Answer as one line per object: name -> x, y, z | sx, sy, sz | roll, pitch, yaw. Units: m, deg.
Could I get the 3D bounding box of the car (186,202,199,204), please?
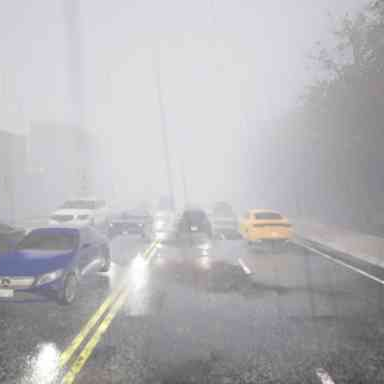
car -> 0.085, 1.845, 40.898 | 1.895, 1.301, 4.718 | 0, 0, 0

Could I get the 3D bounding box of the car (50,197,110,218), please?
car -> -6.502, 1.342, 19.945 | 2.150, 2.045, 5.566 | 0, 0, 0

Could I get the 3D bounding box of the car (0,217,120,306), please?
car -> -3.333, 1.577, 8.310 | 1.812, 1.442, 4.674 | 0, 0, 1

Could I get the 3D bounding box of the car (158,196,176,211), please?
car -> -3.252, 1.508, 44.412 | 2.150, 2.045, 5.566 | 0, 0, 0

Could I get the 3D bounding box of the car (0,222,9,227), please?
car -> -6.572, 1.535, 9.321 | 1.882, 1.535, 5.008 | 0, 0, 0

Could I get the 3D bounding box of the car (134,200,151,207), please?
car -> -6.502, 1.798, 44.361 | 1.812, 1.442, 4.674 | 0, 0, 0

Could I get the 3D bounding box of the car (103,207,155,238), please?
car -> -3.252, 1.713, 18.475 | 1.895, 1.301, 4.718 | 0, 0, 0

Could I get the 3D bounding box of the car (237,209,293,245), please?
car -> 3.350, 1.574, 16.024 | 1.882, 1.535, 5.008 | 0, 0, 0

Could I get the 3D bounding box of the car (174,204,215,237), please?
car -> 0.099, 1.638, 18.608 | 1.812, 1.442, 4.674 | 0, 0, 0

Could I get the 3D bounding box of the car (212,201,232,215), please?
car -> 3.349, 1.730, 37.484 | 1.837, 1.490, 4.892 | 0, 0, 0
